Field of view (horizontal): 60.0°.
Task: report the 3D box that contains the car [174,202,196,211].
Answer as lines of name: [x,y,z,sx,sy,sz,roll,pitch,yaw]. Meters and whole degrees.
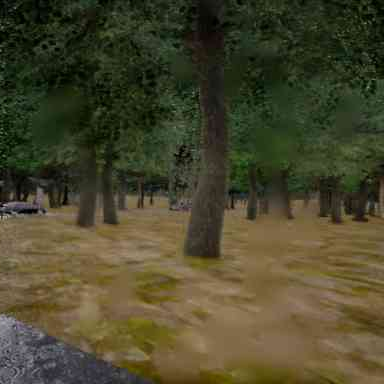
car: [-1.412,2.890,66.895,2.097,1.767,4.553,0,-2,33]

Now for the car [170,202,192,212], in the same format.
car: [-2.089,2.828,60.334,1.994,1.385,4.181,0,-2,33]

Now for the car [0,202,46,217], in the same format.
car: [-18.147,1.830,35.740,2.128,1.511,4.902,0,-2,33]
